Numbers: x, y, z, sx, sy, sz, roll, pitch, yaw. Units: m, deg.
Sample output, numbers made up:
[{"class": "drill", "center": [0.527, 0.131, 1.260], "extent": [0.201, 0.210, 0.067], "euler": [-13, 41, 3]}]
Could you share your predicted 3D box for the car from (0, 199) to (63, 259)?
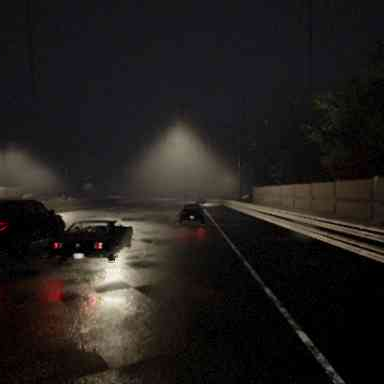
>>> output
[{"class": "car", "center": [-6.902, 1.276, 13.003], "extent": [2.150, 2.045, 5.566], "euler": [0, 0, 0]}]

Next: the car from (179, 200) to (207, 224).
[{"class": "car", "center": [-0.008, 1.647, 26.180], "extent": [1.812, 1.442, 4.674], "euler": [0, 0, 0]}]

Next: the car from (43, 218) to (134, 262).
[{"class": "car", "center": [-3.403, 1.652, 12.246], "extent": [1.895, 1.301, 4.718], "euler": [0, 0, 0]}]

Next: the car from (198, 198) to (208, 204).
[{"class": "car", "center": [2.151, 2.047, 72.642], "extent": [1.994, 1.385, 4.181], "euler": [0, -1, 14]}]
